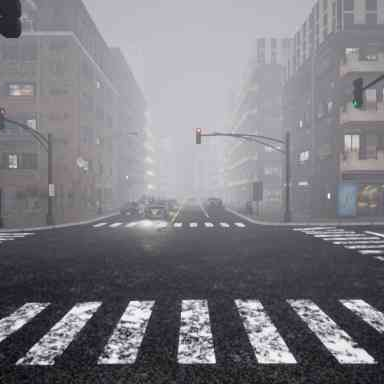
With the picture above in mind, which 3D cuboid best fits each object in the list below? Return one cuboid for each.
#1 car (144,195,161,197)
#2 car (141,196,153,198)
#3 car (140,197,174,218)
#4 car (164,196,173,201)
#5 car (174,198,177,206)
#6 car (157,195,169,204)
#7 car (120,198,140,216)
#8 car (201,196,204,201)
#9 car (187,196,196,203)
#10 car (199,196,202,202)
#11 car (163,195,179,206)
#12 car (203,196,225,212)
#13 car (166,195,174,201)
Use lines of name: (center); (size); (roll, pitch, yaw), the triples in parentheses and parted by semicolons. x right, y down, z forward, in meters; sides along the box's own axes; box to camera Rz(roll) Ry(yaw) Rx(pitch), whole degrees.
car: (-5.758, 1.326, 43.586); (2.192, 1.841, 5.009); (0, 0, 0)
car: (-5.748, 1.534, 37.734); (1.752, 1.417, 4.829); (0, 0, 0)
car: (-3.138, 1.497, 30.656); (2.128, 1.511, 4.902); (0, 0, 1)
car: (-5.819, 1.589, 83.362); (2.008, 1.369, 4.403); (0, 0, 0)
car: (-3.163, 1.610, 40.725); (1.895, 1.301, 4.718); (0, 0, 0)
car: (-5.793, 1.465, 66.316); (1.967, 1.590, 4.097); (0, 0, 0)
car: (-5.739, 1.572, 32.221); (1.947, 1.339, 4.313); (0, 0, 0)
car: (2.623, 1.451, 43.601); (1.967, 1.590, 4.097); (0, 0, 0)
car: (-0.065, 1.539, 70.643); (2.128, 1.511, 4.902); (0, 0, 0)
car: (2.606, 1.599, 54.966); (1.802, 1.307, 4.206); (0, 0, 0)
car: (-3.165, 1.580, 53.398); (1.994, 1.385, 4.181); (0, 0, 0)
car: (2.632, 1.448, 37.919); (1.967, 1.590, 4.097); (0, 0, 0)
car: (-5.828, 1.595, 89.045); (2.008, 1.369, 4.403); (0, 0, 0)
